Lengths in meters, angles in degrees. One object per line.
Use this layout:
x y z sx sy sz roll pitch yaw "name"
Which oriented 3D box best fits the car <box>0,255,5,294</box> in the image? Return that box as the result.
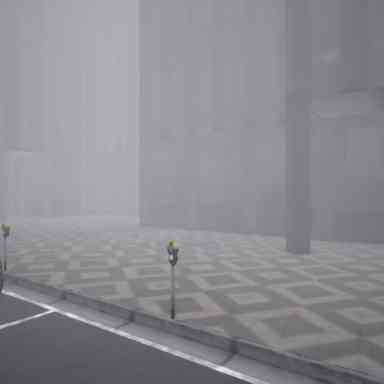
-5.953 1.440 7.327 4.097 1.590 1.967 0 0 36 "car"
